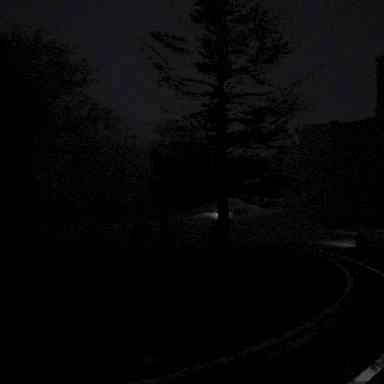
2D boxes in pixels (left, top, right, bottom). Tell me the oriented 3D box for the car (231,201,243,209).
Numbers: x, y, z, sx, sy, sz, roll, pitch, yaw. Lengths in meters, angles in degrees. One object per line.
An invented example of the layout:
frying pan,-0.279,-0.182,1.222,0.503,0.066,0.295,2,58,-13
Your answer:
car,9.814,2.707,71.529,1.882,1.535,5.008,0,0,15

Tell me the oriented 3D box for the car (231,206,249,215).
car,7.433,2.519,49.702,1.882,1.535,5.008,0,-1,14

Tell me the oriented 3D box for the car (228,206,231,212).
car,5.713,2.622,56.617,2.128,1.511,4.902,0,-1,15

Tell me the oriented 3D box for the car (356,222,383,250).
car,8.242,1.732,12.860,1.812,1.442,4.674,0,-1,-1
